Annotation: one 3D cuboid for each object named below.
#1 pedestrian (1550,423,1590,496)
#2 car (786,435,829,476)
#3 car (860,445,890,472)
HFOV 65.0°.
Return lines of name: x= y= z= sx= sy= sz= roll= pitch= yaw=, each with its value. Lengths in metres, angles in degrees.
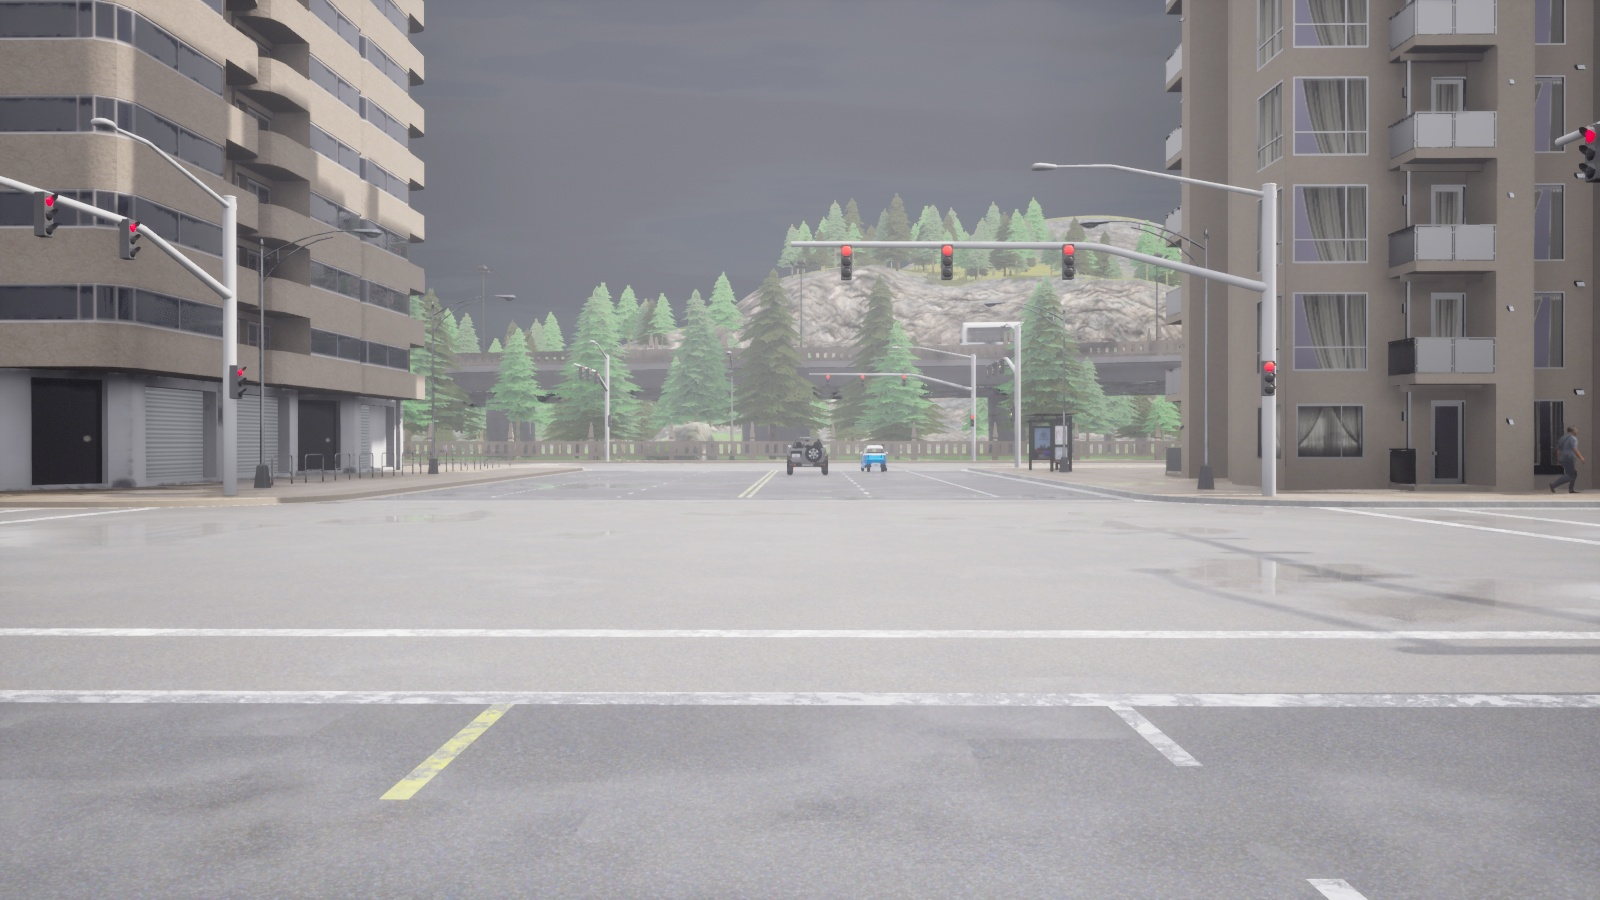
pedestrian: x=19.704 y=0.239 z=32.134 sx=0.694 sy=1.848 sz=0.540 roll=0 pitch=0 yaw=7
car: x=0.350 y=0.229 z=59.258 sx=1.932 sy=1.855 sz=4.605 roll=0 pitch=0 yaw=0
car: x=3.885 y=0.436 z=65.278 sx=1.481 sy=1.376 sz=2.207 roll=0 pitch=1 yaw=1
